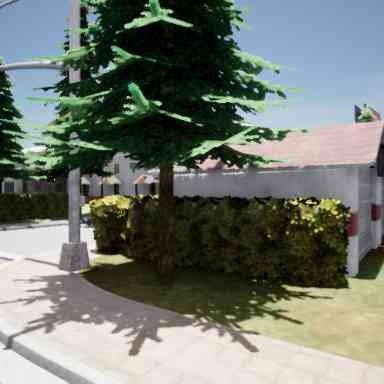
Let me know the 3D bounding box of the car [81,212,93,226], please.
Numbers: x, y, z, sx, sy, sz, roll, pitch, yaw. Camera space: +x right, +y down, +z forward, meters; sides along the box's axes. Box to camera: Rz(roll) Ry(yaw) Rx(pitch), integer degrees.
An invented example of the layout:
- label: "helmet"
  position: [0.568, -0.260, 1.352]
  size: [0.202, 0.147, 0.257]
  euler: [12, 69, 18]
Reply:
- label: "car"
  position: [-5.154, 1.501, 22.513]
  size: [1.837, 1.490, 4.892]
  euler: [0, 0, 35]
